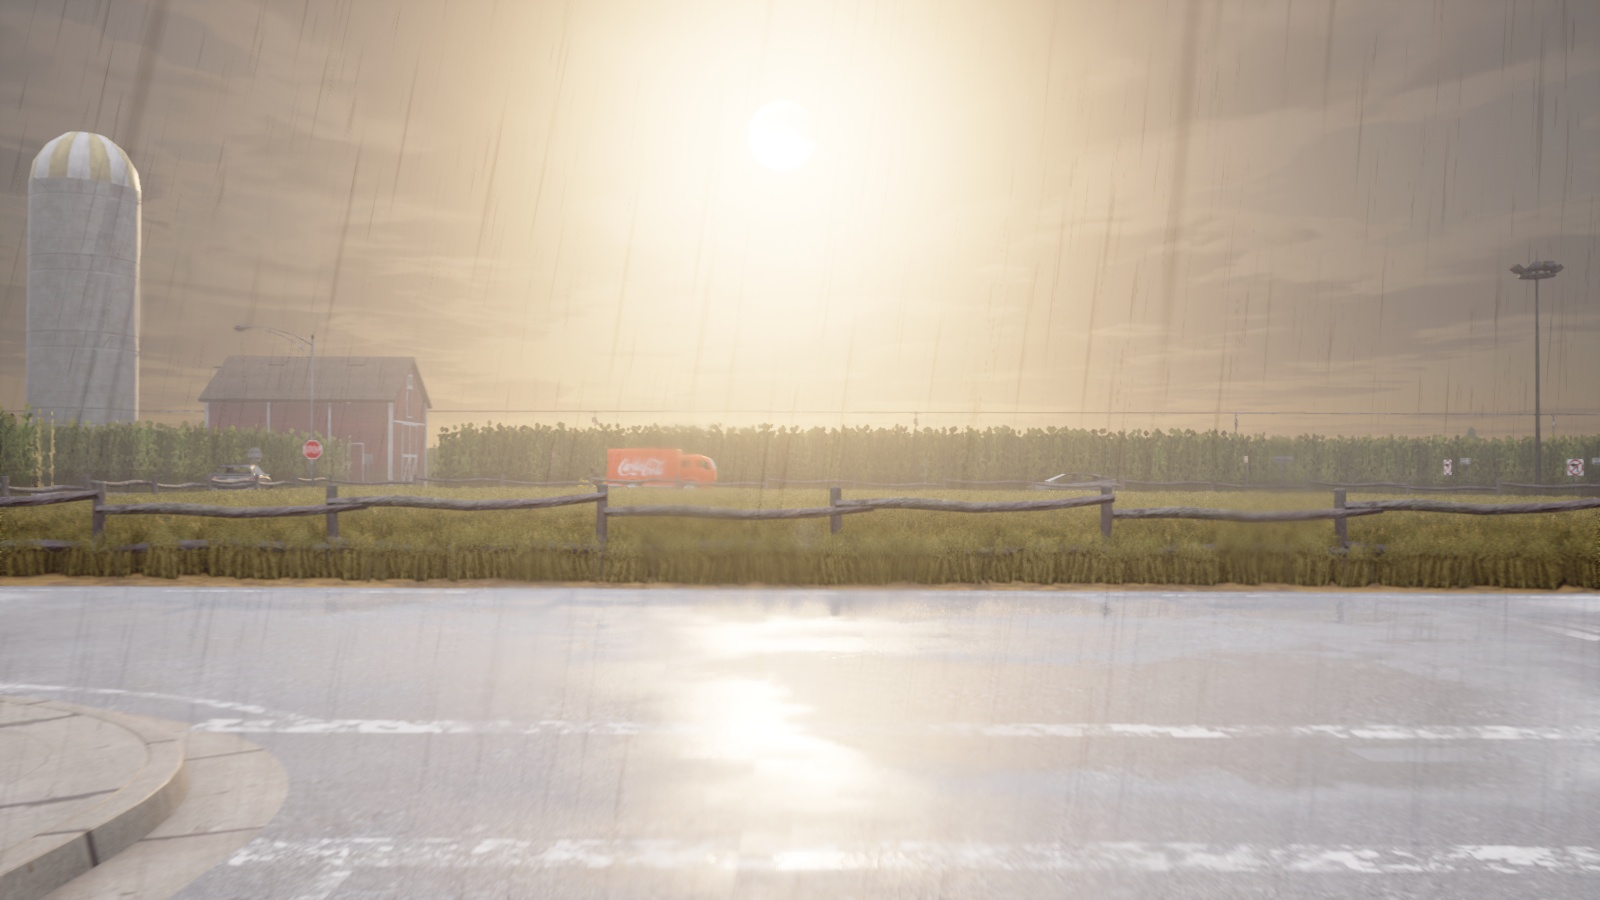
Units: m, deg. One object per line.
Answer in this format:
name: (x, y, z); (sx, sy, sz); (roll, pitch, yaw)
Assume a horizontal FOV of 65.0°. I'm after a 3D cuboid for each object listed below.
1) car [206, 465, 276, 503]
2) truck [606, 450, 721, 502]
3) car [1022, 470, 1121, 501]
car: (-26.134, 1.576, 58.879); (2.242, 1.667, 4.611); (0, 0, -14)
truck: (-6.499, 1.243, 60.371); (5.204, 2.467, 2.627); (0, -1, 1)
car: (13.612, 1.754, 63.159); (4.514, 1.525, 2.007); (0, -1, 1)
